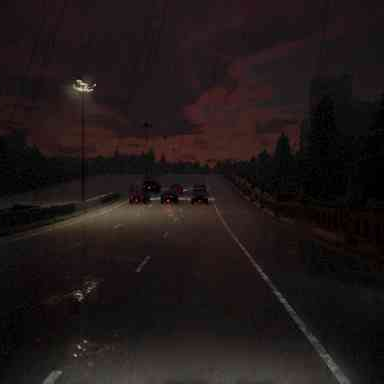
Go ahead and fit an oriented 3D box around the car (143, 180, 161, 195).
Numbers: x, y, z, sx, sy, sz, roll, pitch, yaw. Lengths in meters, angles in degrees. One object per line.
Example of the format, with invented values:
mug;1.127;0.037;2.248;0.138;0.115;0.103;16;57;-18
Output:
car;-5.900;-0.801;48.797;2.150;2.045;5.566;0;7;1

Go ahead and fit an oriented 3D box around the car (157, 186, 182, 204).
car;-2.592;0.479;39.297;1.837;1.490;4.892;0;5;1

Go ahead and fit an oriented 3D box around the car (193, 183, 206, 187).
car;1.097;-0.525;48.623;2.128;1.511;4.902;0;7;1

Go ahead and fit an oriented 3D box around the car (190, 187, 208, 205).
car;0.880;0.568;38.443;1.812;1.442;4.674;0;5;1

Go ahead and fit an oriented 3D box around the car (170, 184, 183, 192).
car;-2.382;-0.558;49.609;1.994;1.385;4.181;0;7;1

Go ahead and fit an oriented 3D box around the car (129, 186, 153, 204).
car;-6.095;0.533;38.994;1.812;1.442;4.674;0;5;1

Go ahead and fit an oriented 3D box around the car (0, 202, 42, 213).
car;-13.465;1.479;25.606;1.895;1.301;4.718;0;2;1
